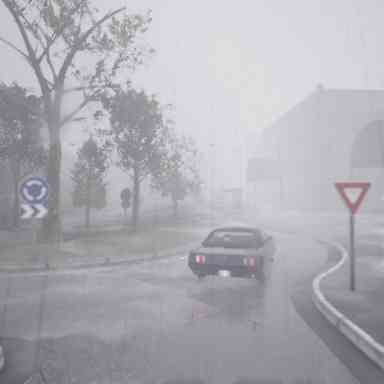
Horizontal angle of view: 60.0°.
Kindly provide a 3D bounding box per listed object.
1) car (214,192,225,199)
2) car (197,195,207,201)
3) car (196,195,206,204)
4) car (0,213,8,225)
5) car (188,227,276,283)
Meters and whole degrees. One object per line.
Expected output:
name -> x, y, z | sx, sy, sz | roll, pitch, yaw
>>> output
car -> 7.395, 1.446, 94.682 | 2.097, 1.535, 5.008 | 0, 0, 8
car -> 2.292, 1.421, 76.191 | 1.895, 1.301, 4.718 | 0, 0, 5
car -> 1.721, 1.539, 65.833 | 1.837, 1.490, 4.892 | 0, 0, 3
car -> -15.652, 1.877, 23.224 | 1.882, 1.535, 5.008 | -2, -2, 38
car -> 1.480, 1.725, 10.179 | 1.895, 1.301, 4.718 | 0, -1, 18
